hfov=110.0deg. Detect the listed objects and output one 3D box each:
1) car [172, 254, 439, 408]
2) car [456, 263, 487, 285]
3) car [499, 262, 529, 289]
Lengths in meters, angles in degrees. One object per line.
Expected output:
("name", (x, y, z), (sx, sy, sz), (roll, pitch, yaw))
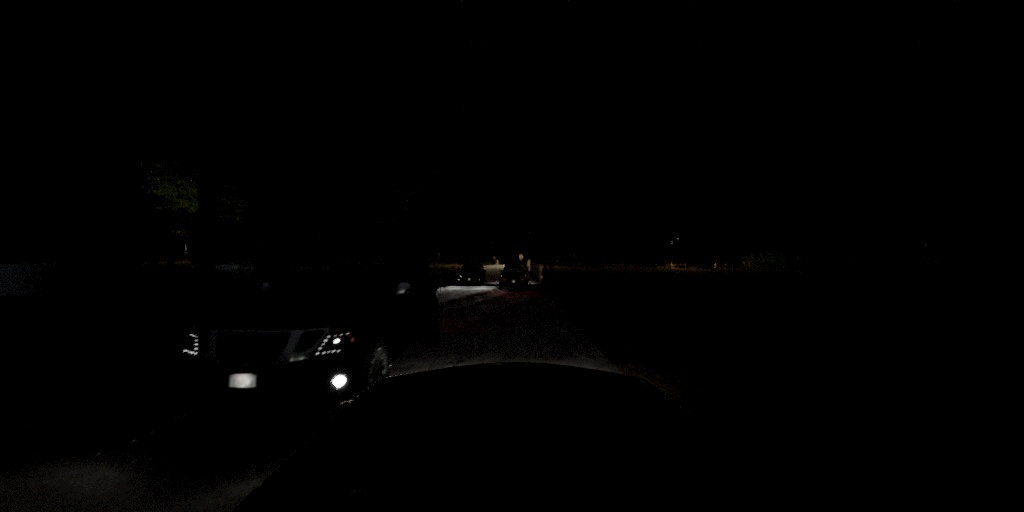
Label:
("car", (-2.832, 0.981, 6.555), (2.150, 2.045, 5.566), (0, 0, 0))
("car", (-2.848, 1.279, 26.114), (1.837, 1.490, 4.892), (0, 0, 0))
("car", (0.105, 1.300, 23.348), (1.812, 1.442, 4.674), (0, 0, 0))
